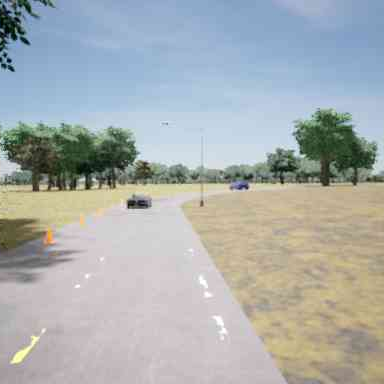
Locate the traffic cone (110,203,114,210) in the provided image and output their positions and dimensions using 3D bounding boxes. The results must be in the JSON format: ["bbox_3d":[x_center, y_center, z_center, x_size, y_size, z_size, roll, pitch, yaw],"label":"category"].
[{"bbox_3d":[-6.608,1.167,27.519,0.340,0.580,0.340,0,2,-5],"label":"traffic cone"}]

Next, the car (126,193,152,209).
[{"bbox_3d":[-4.716,0.744,29.859,1.895,1.301,4.718,0,2,-3],"label":"car"}]

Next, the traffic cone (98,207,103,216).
[{"bbox_3d":[-6.203,1.315,22.538,0.340,0.580,0.340,0,2,-5],"label":"traffic cone"}]

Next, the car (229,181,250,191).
[{"bbox_3d":[10.651,-1.427,74.356,2.150,2.045,5.566,1,3,44],"label":"car"}]

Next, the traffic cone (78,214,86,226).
[{"bbox_3d":[-5.799,1.463,17.556,0.340,0.580,0.340,0,2,-5],"label":"traffic cone"}]

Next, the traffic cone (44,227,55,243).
[{"bbox_3d":[-5.394,1.611,12.575,0.340,0.580,0.340,0,2,-5],"label":"traffic cone"}]
